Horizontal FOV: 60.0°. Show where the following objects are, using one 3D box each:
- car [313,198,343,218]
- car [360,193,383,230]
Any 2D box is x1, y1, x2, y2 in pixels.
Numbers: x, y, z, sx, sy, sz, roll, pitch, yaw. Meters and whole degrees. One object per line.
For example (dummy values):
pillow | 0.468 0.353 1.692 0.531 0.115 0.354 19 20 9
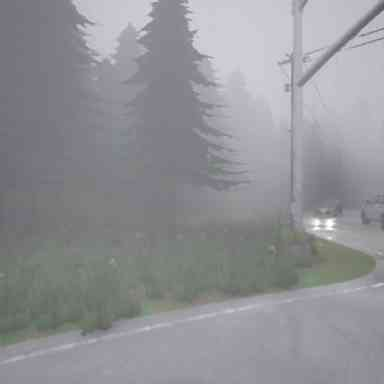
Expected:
car | 11.724 1.295 28.531 2.128 1.511 4.902 0 0 31
car | 11.783 1.083 19.505 2.150 2.045 5.566 0 0 10
